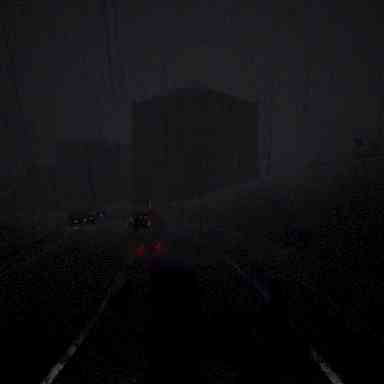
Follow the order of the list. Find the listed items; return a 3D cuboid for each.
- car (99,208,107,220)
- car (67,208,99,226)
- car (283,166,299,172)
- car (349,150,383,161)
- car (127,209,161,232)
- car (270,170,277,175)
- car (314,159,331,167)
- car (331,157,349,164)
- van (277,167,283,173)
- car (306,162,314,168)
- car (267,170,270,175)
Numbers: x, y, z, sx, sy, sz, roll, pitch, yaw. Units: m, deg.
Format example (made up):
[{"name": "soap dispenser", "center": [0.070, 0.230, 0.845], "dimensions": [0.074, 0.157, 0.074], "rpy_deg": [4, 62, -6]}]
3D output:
[{"name": "car", "center": [-11.575, 2.596, 39.648], "dimensions": [1.812, 1.442, 4.674], "rpy_deg": [-1, -2, -34]}, {"name": "car", "center": [-10.194, 2.262, 30.355], "dimensions": [1.837, 1.490, 4.892], "rpy_deg": [0, -2, -28]}, {"name": "car", "center": [20.894, -4.356, 67.801], "dimensions": [2.231, 1.521, 4.892], "rpy_deg": [0, 0, -1]}, {"name": "car", "center": [21.496, -4.247, 40.101], "dimensions": [2.185, 1.767, 4.553], "rpy_deg": [0, 1, -1]}, {"name": "car", "center": [-3.550, 1.947, 24.006], "dimensions": [2.128, 1.511, 4.902], "rpy_deg": [0, -2, -19]}, {"name": "car", "center": [20.655, -4.381, 78.839], "dimensions": [2.002, 1.452, 4.674], "rpy_deg": [0, 0, -1]}, {"name": "car", "center": [21.254, -4.351, 51.268], "dimensions": [2.185, 1.767, 4.553], "rpy_deg": [0, 0, -1]}, {"name": "car", "center": [21.377, -4.132, 45.594], "dimensions": [2.002, 1.452, 4.674], "rpy_deg": [0, 1, -1]}, {"name": "van", "center": [20.777, -4.617, 73.196], "dimensions": [1.878, 1.987, 4.442], "rpy_deg": [0, 0, -1]}, {"name": "car", "center": [21.134, -4.399, 56.787], "dimensions": [2.185, 1.767, 4.553], "rpy_deg": [0, 0, -1]}, {"name": "car", "center": [20.536, -4.696, 84.324], "dimensions": [2.435, 2.045, 5.566], "rpy_deg": [0, 0, -1]}]
